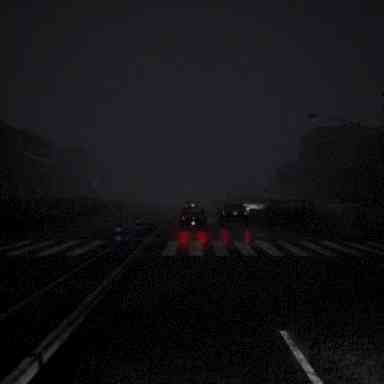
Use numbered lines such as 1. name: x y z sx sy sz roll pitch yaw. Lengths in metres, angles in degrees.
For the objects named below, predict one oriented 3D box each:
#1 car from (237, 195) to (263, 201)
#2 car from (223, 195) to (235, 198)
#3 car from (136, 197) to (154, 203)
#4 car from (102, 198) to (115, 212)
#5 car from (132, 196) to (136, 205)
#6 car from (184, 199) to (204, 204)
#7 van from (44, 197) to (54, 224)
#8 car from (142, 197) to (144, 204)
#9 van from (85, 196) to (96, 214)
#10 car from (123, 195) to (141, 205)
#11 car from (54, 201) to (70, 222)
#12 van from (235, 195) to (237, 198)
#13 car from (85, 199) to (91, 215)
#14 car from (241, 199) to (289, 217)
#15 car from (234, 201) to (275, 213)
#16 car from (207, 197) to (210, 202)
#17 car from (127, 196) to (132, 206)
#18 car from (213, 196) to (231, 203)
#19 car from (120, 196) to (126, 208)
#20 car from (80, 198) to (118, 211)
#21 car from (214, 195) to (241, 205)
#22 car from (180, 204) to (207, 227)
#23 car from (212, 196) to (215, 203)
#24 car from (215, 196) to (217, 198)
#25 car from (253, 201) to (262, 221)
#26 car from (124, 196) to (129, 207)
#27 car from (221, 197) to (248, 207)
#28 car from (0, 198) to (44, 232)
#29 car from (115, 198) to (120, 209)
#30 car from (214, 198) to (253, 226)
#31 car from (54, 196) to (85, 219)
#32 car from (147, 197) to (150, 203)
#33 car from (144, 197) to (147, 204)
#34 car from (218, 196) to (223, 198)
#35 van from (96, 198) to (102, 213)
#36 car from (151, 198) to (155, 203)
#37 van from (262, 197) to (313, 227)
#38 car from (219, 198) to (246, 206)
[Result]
1. car: 7.596 1.503 32.517 5.566 2.045 2.435 0 0 0
2. car: 7.584 1.700 51.824 4.553 1.767 2.185 0 0 0
3. car: -12.784 2.154 90.822 4.553 1.767 2.185 0 -1 0
4. car: -12.854 1.542 40.931 5.566 2.045 2.435 0 0 0
5. car: -12.865 1.829 57.612 5.008 1.535 2.097 0 0 0
6. car: 0.081 1.666 40.959 2.097 1.767 4.553 0 0 0
7. van: -12.821 1.474 24.135 4.442 1.987 1.878 0 0 0
8. car: -12.842 1.922 68.596 4.674 1.452 2.002 0 0 0
9. van: -13.015 1.544 35.378 4.442 1.987 1.878 0 0 0
10. car: -13.037 1.842 63.169 5.366 1.575 1.946 0 0 0
11. car: -12.899 1.750 27.040 4.792 1.488 2.163 0 0 0
12. van: 7.505 1.557 38.034 4.442 1.987 1.878 0 0 0
13. car: -12.898 1.756 32.594 4.892 1.521 2.231 0 0 0
14. car: 7.654 1.644 35.276 4.553 1.767 2.185 0 0 0
15. car: 7.618 1.834 40.792 4.674 1.452 2.002 0 0 0
16. car: 7.624 2.078 93.166 5.566 2.045 2.435 0 -1 0
17. car: -12.871 1.826 54.708 4.892 1.521 2.231 0 0 0
18. car: 7.631 2.031 84.893 4.553 1.767 2.185 0 -1 0
19. car: -12.867 1.815 49.149 5.008 1.535 2.097 0 0 0
20. car: -12.908 1.684 46.370 4.553 1.767 2.185 0 0 0
21. car: 7.578 1.668 71.116 5.566 2.045 2.435 0 -1 0
22. car: 0.088 1.822 24.480 1.895 1.301 4.718 0 0 0
23. car: 7.579 1.641 68.363 5.566 2.045 2.435 0 -1 0
24. car: 7.603 1.867 65.603 5.008 1.535 2.097 0 -1 0
25. car: 7.596 1.768 29.758 4.792 1.488 2.163 0 0 0
26. car: -12.898 1.850 51.929 4.792 1.488 2.163 0 0 0
27. car: 7.643 1.717 60.094 4.553 1.767 2.185 0 0 0
28. car: -12.979 1.426 21.359 5.566 2.045 2.435 0 0 0
29. car: -12.695 1.800 43.713 5.366 1.575 1.946 0 0 0
30. car: 3.087 1.584 25.909 2.097 1.767 4.553 0 0 0
31. car: -12.944 1.487 29.695 5.566 2.045 2.435 0 0 0
32. car: -12.808 1.699 74.152 5.566 2.045 2.435 0 -1 0
33. car: -13.026 1.910 71.370 5.366 1.575 1.946 0 -1 0
34. car: 7.586 1.579 54.582 5.566 2.045 2.435 0 0 0
35. van: -13.007 1.556 38.032 4.442 1.987 1.878 0 0 0
36. car: -12.826 2.164 85.379 4.892 1.521 2.231 0 -1 0
37. van: 7.745 1.474 24.241 4.442 1.987 1.878 0 0 0
38. car: 7.639 1.884 62.852 4.792 1.488 2.163 0 0 0
